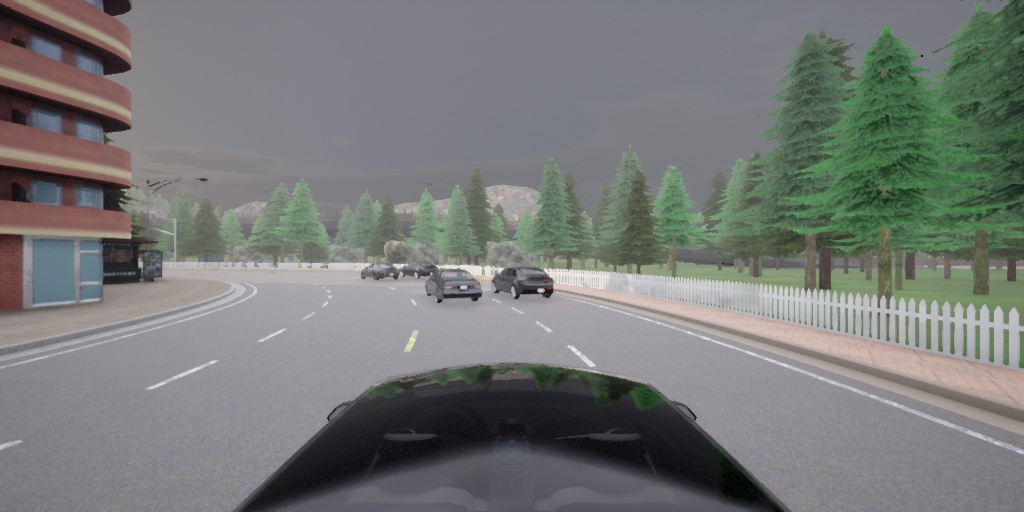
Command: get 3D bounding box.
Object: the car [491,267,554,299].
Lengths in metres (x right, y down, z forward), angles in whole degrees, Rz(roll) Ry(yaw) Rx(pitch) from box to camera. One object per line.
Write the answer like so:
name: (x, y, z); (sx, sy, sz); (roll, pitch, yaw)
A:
car: (0.402, 1.266, 18.058); (1.837, 1.490, 4.892); (0, 0, -21)

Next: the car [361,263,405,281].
car: (-11.058, 1.283, 30.017); (1.812, 1.442, 4.674); (0, 0, -42)

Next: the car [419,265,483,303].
car: (-2.861, 1.313, 16.793); (2.033, 1.411, 5.357); (0, 0, -21)

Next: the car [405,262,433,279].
car: (-8.473, 1.266, 32.377); (1.837, 1.490, 4.892); (0, 0, -42)
